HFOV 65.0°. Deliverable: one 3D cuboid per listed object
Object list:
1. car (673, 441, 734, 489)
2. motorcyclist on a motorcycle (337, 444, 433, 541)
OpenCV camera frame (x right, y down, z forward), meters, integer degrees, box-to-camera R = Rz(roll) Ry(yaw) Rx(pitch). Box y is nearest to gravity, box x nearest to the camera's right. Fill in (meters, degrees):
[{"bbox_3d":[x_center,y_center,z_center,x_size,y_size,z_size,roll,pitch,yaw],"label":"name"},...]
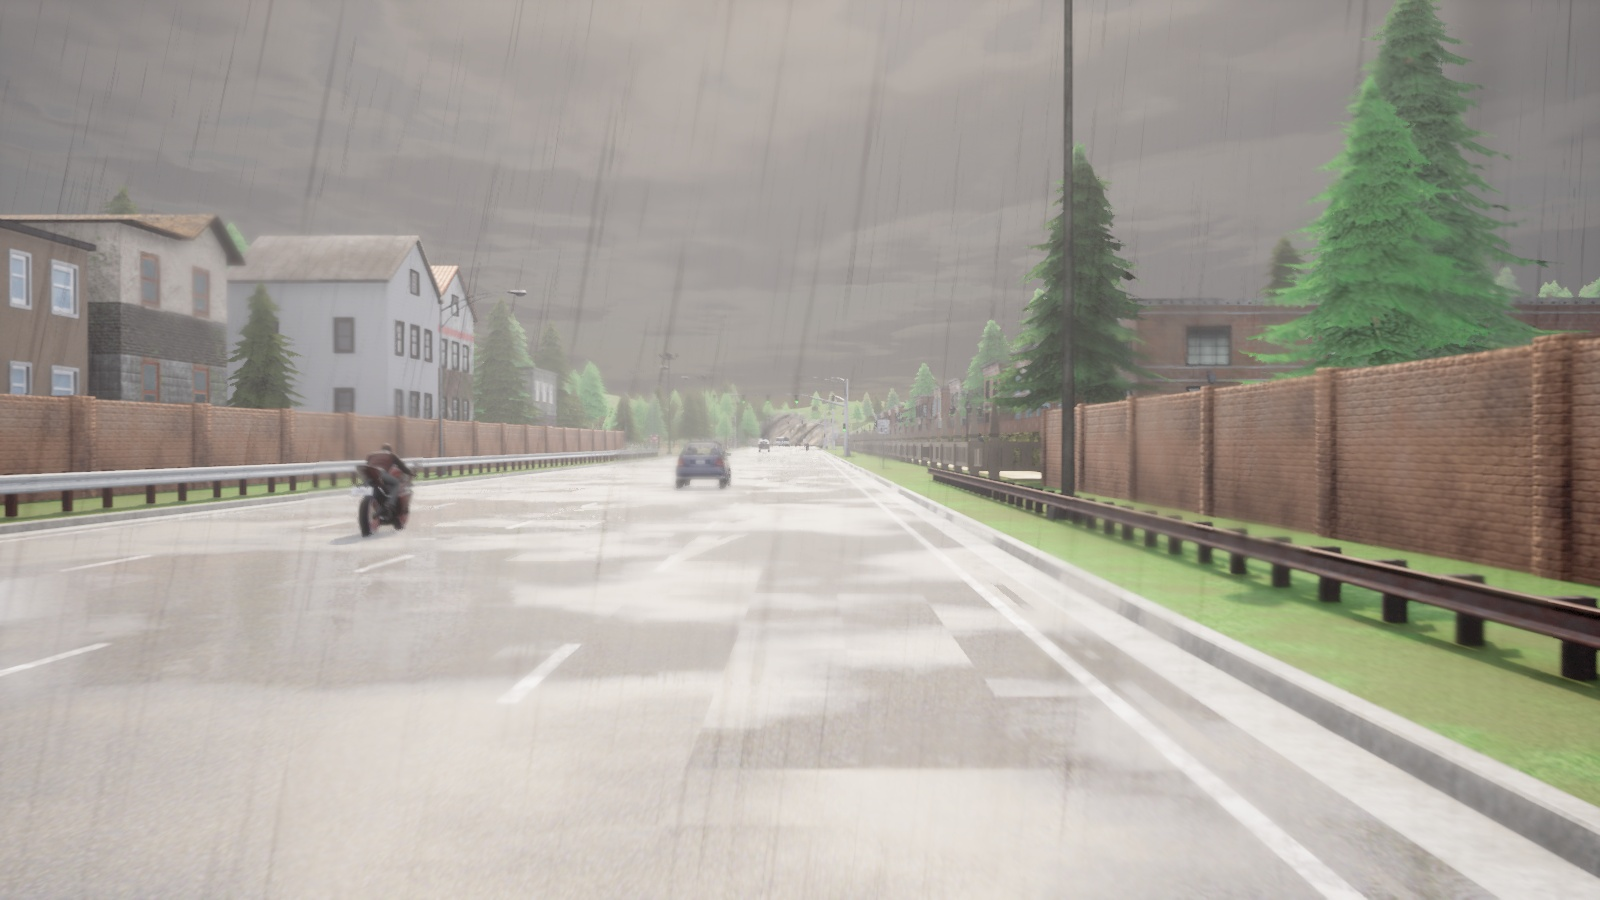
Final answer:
[{"bbox_3d":[-3.241,0.481,42.820,1.789,1.549,3.705,0,0,0],"label":"car"},{"bbox_3d":[-6.866,0.658,20.902,0.866,1.530,2.191,0,0,0],"label":"motorcyclist on a motorcycle"}]
